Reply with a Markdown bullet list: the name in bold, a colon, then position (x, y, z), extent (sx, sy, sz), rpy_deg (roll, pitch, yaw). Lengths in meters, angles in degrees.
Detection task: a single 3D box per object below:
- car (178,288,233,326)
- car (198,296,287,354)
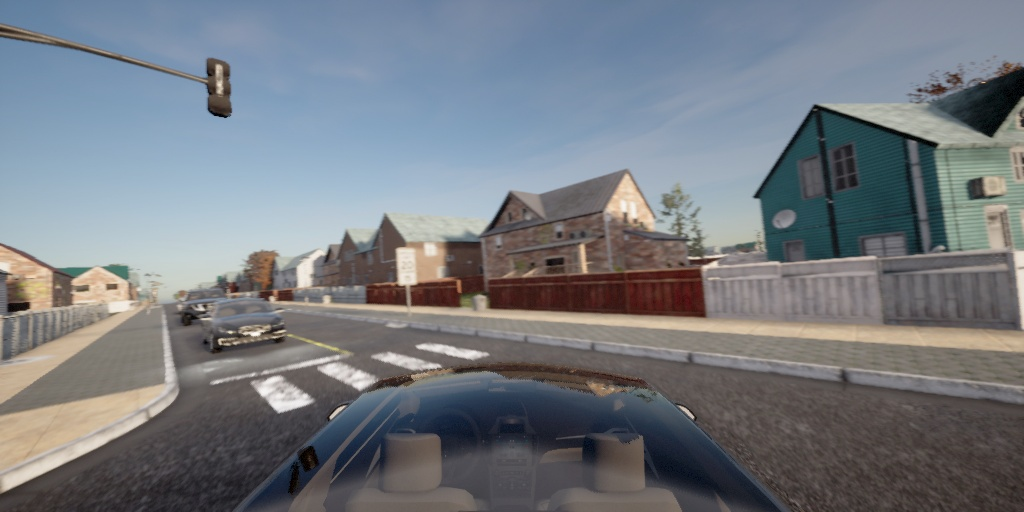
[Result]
- **car**: position (-18.786, 3.039, 22.037), extent (2.150, 2.045, 5.566), rpy_deg (-2, -4, -44)
- **car**: position (-9.215, 2.228, 12.241), extent (1.837, 1.490, 4.892), rpy_deg (-2, -3, -44)
